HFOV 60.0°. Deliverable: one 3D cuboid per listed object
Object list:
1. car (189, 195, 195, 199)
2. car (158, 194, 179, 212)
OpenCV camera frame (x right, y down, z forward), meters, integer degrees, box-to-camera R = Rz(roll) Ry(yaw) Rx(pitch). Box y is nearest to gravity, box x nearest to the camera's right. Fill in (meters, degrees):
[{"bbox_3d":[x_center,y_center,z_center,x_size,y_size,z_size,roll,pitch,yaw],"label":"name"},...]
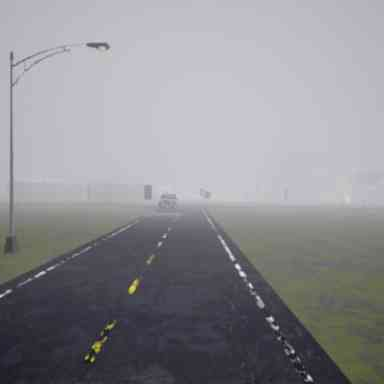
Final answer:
[{"bbox_3d":[-0.001,1.431,92.957,1.882,1.535,5.008,0,0,0],"label":"car"},{"bbox_3d":[-2.756,1.201,39.453,2.150,2.045,5.566,0,0,0],"label":"car"}]
